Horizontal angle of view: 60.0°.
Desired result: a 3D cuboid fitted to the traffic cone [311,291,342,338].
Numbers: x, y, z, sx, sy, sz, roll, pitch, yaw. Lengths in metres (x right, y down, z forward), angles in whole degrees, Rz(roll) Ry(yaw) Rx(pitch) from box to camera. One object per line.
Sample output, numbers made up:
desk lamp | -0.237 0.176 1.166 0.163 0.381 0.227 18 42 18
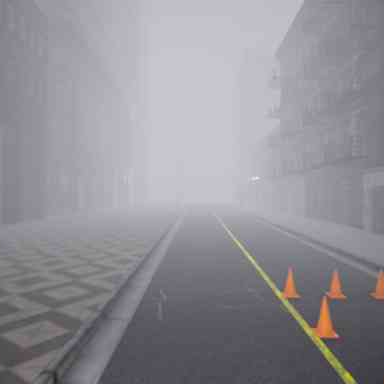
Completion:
traffic cone | 2.139 1.981 5.360 0.340 0.580 0.340 1 0 1

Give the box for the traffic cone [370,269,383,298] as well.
traffic cone | 4.168 2.002 7.329 0.340 0.580 0.340 1 0 1

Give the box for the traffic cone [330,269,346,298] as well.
traffic cone | 3.169 1.993 7.344 0.340 0.580 0.340 1 0 1

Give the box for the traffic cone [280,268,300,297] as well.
traffic cone | 2.169 1.983 7.359 0.340 0.580 0.340 1 0 1
